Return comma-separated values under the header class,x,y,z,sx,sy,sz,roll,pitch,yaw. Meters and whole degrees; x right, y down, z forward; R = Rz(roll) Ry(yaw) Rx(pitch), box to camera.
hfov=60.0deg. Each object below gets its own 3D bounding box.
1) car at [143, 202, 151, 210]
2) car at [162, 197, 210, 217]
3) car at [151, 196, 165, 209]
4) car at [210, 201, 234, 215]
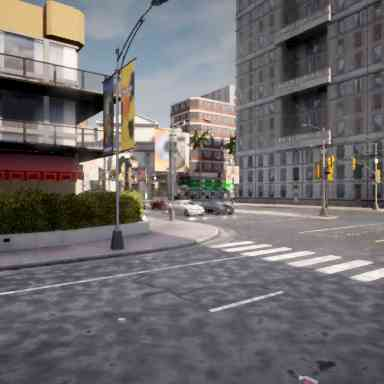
class,x,y,z,sx,sy,sz,roll,pitch,yaw
car,-7.390,1.506,41.559,1.837,1.490,4.892,0,0,-35
car,-0.688,1.526,32.090,1.812,1.442,4.674,0,0,-35
car,-3.491,1.352,42.181,2.097,1.767,4.553,0,0,-35
car,2.381,1.564,33.812,1.994,1.385,4.181,0,0,-35
